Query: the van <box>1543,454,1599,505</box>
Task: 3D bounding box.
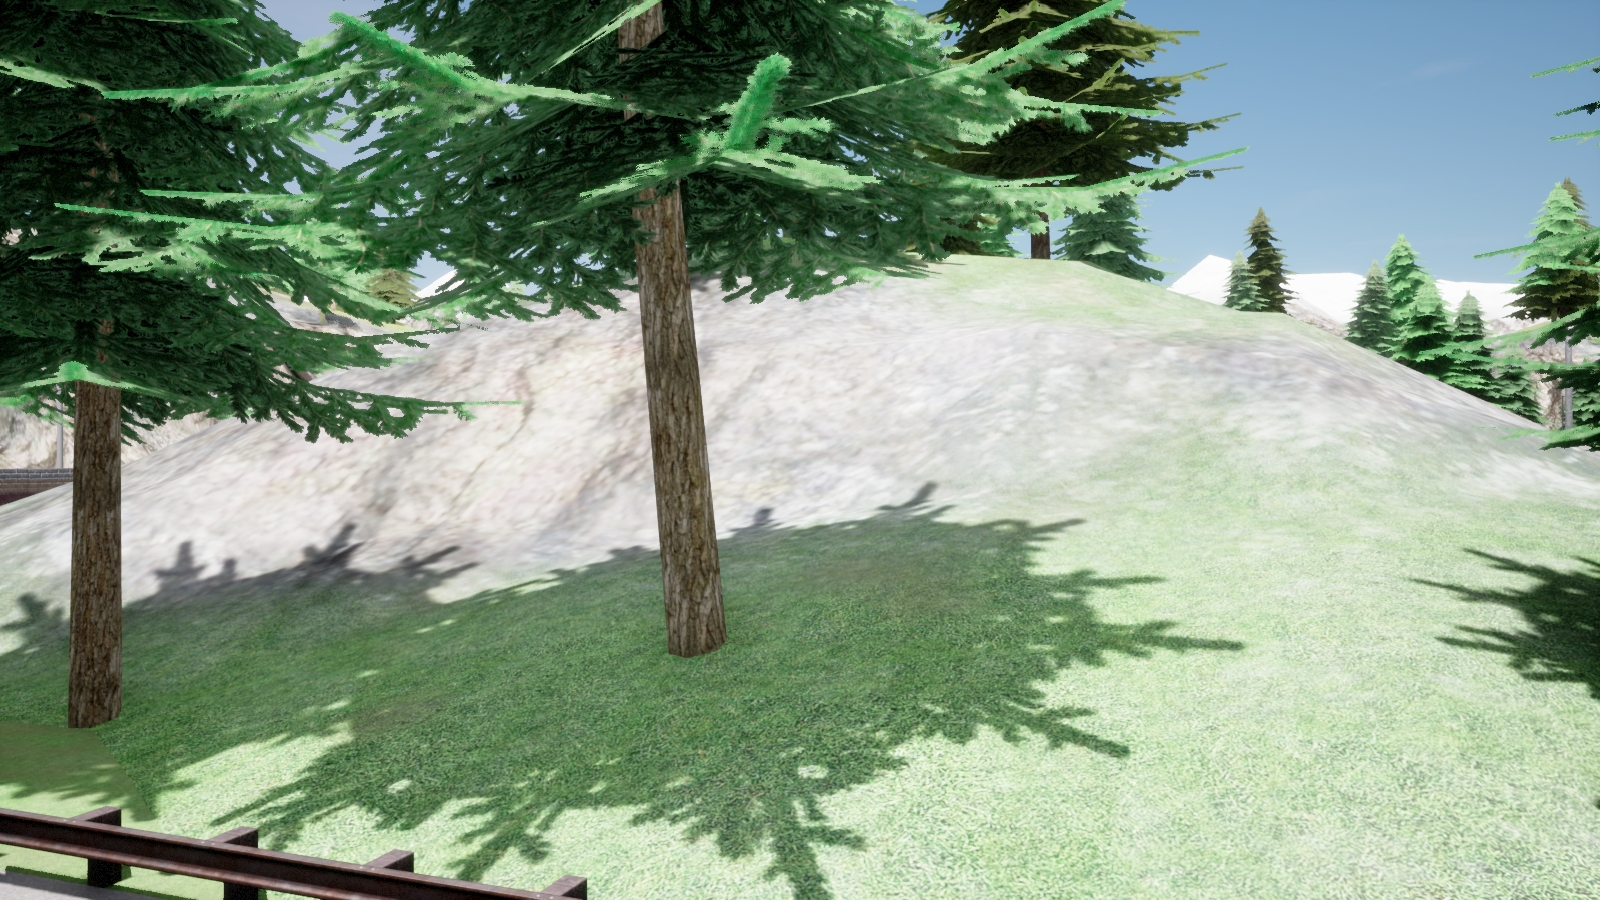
[{"bbox_3d":[41.536,1.520,60.872,1.988,2.561,5.915,0,0,20],"label":"van"}]
